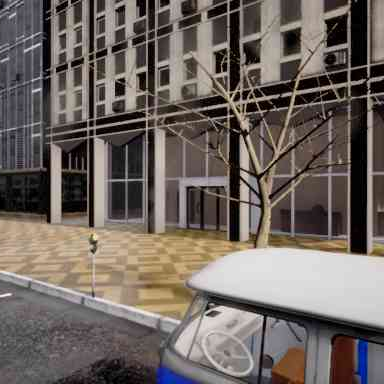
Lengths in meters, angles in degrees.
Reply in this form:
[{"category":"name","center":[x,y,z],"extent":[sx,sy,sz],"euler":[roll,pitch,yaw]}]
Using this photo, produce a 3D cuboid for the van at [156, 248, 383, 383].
[{"category":"van","center":[1.575,1.341,1.747],"extent":[3.998,1.788,1.690],"euler":[0,0,36]}]
